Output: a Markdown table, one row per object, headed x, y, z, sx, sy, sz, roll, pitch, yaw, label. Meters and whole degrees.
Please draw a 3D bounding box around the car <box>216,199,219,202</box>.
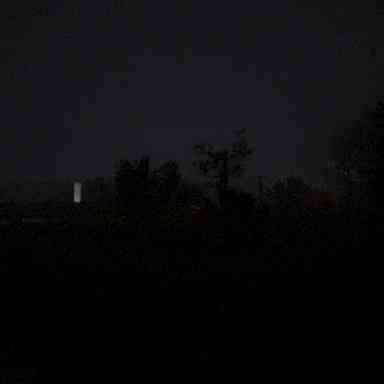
| x | y | z | sx | sy | sz | roll | pitch | yaw | label |
| --- | --- | --- | --- | --- | --- | --- | --- | --- | --- |
| 5.233 | 1.542 | 56.279 | 1.895 | 1.301 | 4.718 | 2 | 1 | 34 | car |
